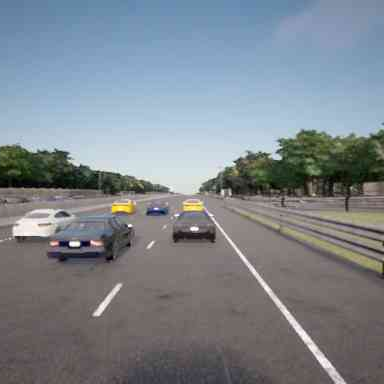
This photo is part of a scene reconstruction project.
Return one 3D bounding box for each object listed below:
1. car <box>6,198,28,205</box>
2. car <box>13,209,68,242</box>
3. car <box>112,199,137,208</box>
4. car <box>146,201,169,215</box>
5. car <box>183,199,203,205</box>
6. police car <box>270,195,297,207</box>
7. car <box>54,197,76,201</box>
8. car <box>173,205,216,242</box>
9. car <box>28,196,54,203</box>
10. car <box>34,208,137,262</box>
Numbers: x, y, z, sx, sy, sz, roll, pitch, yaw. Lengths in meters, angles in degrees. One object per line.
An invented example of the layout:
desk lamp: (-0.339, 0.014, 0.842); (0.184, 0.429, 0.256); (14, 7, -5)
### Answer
car: (-24.523, 1.561, 47.116); (1.994, 1.385, 4.181); (0, 0, 0)
car: (-6.899, 1.528, 16.241); (1.812, 1.442, 4.674); (0, 0, 0)
car: (-6.898, 1.473, 34.433); (1.882, 1.535, 5.008); (0, 0, 0)
car: (-3.398, 1.560, 33.492); (1.994, 1.385, 4.181); (0, 0, 0)
car: (0.102, 1.474, 34.254); (1.882, 1.535, 5.008); (0, 0, 0)
police car: (13.238, 1.308, 48.547); (1.930, 1.638, 5.238); (0, 0, -19)
car: (-17.520, 1.561, 47.457); (1.994, 1.385, 4.181); (0, 0, 0)
car: (0.101, 1.566, 16.400); (1.994, 1.385, 4.181); (0, 0, 0)
car: (-21.017, 1.348, 47.699); (2.097, 1.767, 4.553); (0, 0, 0)
car: (-3.400, 1.550, 12.151); (2.033, 1.411, 5.357); (0, 0, 0)
